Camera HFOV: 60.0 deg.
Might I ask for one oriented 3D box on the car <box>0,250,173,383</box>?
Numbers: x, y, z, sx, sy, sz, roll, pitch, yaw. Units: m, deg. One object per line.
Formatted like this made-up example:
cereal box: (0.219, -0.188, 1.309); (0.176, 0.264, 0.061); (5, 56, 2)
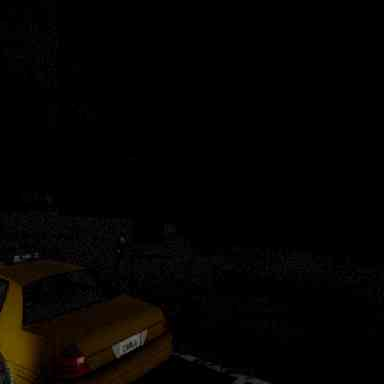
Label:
car: (-2.511, 1.525, 4.751); (4.829, 1.417, 1.752); (0, 0, 36)
